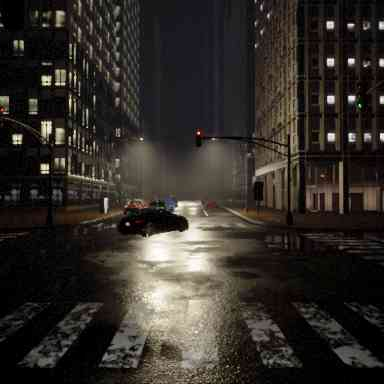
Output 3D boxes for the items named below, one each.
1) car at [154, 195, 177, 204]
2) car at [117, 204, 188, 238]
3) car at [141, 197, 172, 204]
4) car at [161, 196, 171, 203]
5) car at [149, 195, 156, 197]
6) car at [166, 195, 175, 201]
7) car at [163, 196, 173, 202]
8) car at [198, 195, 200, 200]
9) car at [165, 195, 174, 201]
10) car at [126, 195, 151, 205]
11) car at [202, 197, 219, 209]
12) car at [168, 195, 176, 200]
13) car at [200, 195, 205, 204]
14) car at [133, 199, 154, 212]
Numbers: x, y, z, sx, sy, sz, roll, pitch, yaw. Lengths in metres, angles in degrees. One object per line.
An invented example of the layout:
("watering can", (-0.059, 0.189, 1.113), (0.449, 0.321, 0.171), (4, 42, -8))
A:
("car", (-3.114, 1.493, 39.825), (1.882, 1.535, 5.008), (0, 0, 0))
("car", (-2.032, 1.571, 18.135), (1.994, 1.385, 4.181), (0, 0, 36))
("car", (-3.112, 1.516, 30.320), (1.837, 1.490, 4.892), (0, 0, 0))
("car", (-5.707, 1.573, 72.763), (1.887, 1.381, 4.507), (1, 0, 0))
("car", (-5.691, 1.332, 44.888), (2.192, 1.841, 5.009), (1, 0, 0))
("car", (-5.714, 1.587, 89.489), (2.008, 1.369, 4.403), (1, 0, 0))
("car", (-5.709, 1.582, 78.338), (2.008, 1.369, 4.403), (1, 0, 0))
("car", (2.677, 1.590, 61.686), (1.947, 1.339, 4.313), (1, 0, 0))
("car", (-5.712, 1.578, 83.913), (1.887, 1.381, 4.507), (1, 0, 0))
("car", (-5.688, 1.453, 33.737), (1.967, 1.590, 4.097), (1, 0, 0))
("car", (2.684, 1.599, 44.953), (1.802, 1.307, 4.206), (1, 0, 0))
("car", (-5.717, 1.605, 95.064), (1.947, 1.339, 4.313), (1, 0, 0))
("car", (2.681, 1.547, 56.279), (1.752, 1.417, 4.829), (1, 0, 0))
("car", (-5.694, 1.597, 39.312), (1.802, 1.307, 4.206), (1, 0, 0))
